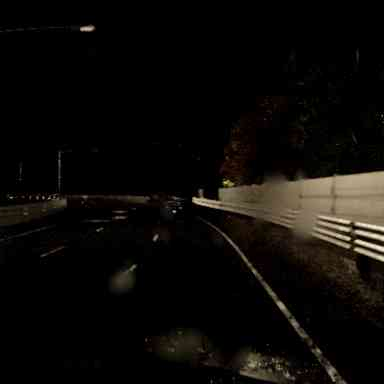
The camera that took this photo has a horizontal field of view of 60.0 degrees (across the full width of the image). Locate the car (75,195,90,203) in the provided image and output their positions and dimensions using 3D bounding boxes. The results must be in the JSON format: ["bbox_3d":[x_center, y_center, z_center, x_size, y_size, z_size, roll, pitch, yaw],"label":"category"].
[{"bbox_3d":[-22.313,1.442,67.758,2.128,1.511,4.902,0,0,-33],"label":"car"}]

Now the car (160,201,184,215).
[{"bbox_3d":[-2.154,1.594,34.458,1.895,1.301,4.718,0,0,-11],"label":"car"}]
